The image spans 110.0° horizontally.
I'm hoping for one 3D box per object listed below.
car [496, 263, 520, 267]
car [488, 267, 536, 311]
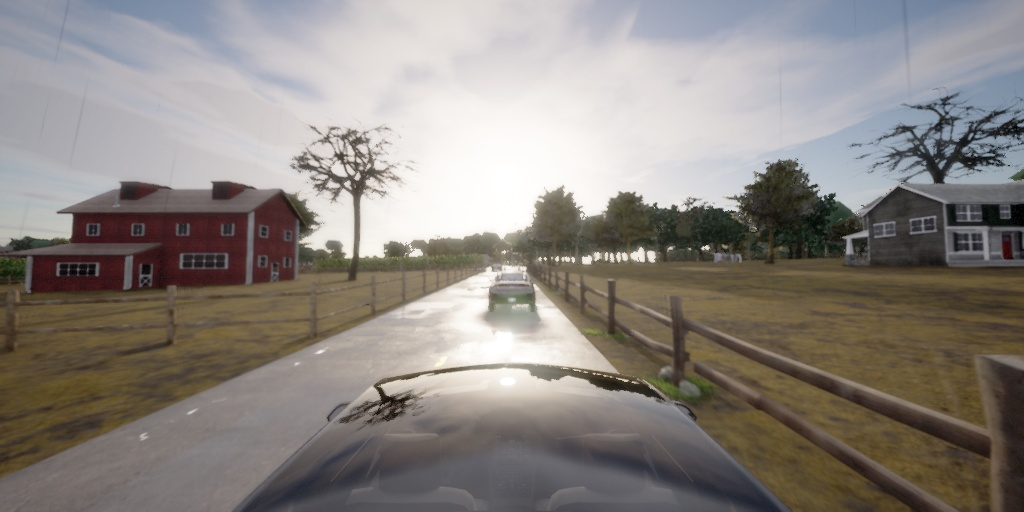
[{"bbox_3d":[0.014,1.570,30.384,2.128,1.511,4.902,0,-1,0],"label":"car"},{"bbox_3d":[0.018,1.399,15.373,2.128,1.511,4.902,0,-1,0],"label":"car"}]
